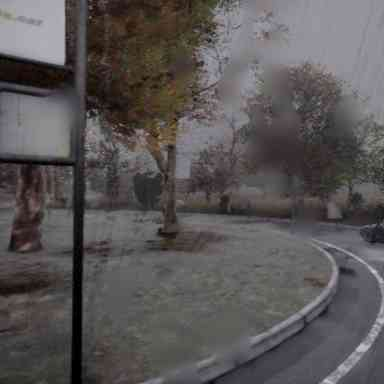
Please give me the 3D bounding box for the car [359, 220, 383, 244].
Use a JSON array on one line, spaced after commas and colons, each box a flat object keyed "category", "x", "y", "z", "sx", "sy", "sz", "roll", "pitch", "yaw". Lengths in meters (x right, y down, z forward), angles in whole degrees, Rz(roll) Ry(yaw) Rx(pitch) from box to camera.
[{"category": "car", "x": 8.739, "y": 1.650, "z": 13.253, "sx": 2.033, "sy": 1.411, "sz": 5.357, "roll": 1, "pitch": 0, "yaw": 2}]
